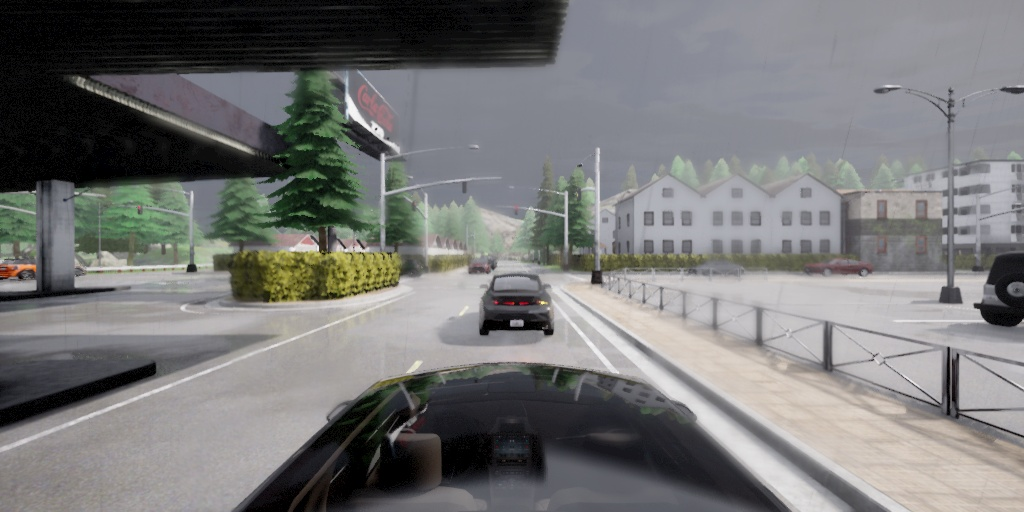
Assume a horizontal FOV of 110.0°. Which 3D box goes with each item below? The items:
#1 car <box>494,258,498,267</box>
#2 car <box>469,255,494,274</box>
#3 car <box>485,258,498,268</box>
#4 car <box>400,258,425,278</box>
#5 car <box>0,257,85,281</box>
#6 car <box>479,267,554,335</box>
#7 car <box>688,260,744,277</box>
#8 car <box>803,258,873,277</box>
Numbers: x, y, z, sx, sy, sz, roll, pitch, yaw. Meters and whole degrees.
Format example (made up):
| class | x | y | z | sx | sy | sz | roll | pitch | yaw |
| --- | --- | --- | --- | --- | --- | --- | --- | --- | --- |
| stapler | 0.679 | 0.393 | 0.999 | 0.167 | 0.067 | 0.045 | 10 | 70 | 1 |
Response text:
| class | x | y | z | sx | sy | sz | roll | pitch | yaw |
| --- | --- | --- | --- | --- | --- | --- | --- | --- | --- |
| car | -3.394 | 0.872 | 48.872 | 2.150 | 2.045 | 5.566 | 0 | 0 | 0 |
| car | -3.417 | 1.024 | 38.634 | 2.097 | 1.767 | 4.553 | 0 | 0 | 0 |
| car | -3.371 | 1.134 | 59.103 | 1.837 | 1.490 | 4.892 | 0 | 0 | 0 |
| car | -9.856 | 0.912 | 30.791 | 4.553 | 1.767 | 2.097 | 3 | 0 | 0 |
| car | -37.214 | 0.942 | 28.421 | 2.097 | 1.767 | 4.553 | 0 | 0 | 0 |
| car | 0.116 | 1.237 | 10.347 | 1.837 | 1.490 | 4.892 | 0 | 0 | 0 |
| car | 17.494 | 1.061 | 30.818 | 4.181 | 1.385 | 1.994 | 0 | 0 | 0 |
| car | 27.958 | 0.975 | 30.827 | 5.008 | 1.535 | 1.882 | 0 | 0 | 0 |
